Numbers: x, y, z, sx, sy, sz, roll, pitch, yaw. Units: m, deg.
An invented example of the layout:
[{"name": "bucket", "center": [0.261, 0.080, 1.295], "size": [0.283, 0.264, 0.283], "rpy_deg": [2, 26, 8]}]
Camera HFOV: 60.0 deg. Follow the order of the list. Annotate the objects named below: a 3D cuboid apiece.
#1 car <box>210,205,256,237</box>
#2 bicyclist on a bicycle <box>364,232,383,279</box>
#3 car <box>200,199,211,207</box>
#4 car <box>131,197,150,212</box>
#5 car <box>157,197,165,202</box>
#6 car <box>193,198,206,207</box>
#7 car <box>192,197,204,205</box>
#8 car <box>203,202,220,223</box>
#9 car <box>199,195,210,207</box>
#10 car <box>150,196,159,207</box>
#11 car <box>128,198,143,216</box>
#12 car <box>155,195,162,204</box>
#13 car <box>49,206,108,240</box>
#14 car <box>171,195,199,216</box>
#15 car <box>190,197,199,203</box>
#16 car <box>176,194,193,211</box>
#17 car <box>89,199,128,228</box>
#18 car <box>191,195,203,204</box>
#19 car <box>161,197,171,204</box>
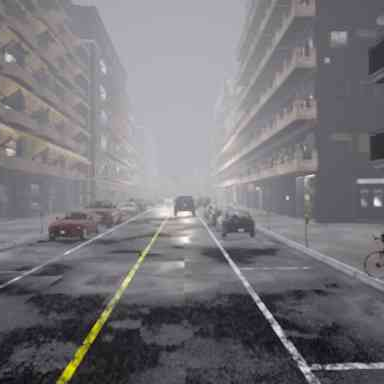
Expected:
[{"name": "car", "center": [2.276, 1.593, 17.955], "size": [2.008, 1.369, 4.403], "rpy_deg": [0, 0, -2]}, {"name": "bicyclist on a bicycle", "center": [4.933, 1.288, 7.983], "size": [1.656, 1.620, 0.582], "rpy_deg": [0, 0, -2]}, {"name": "car", "center": [1.979, 1.607, 29.257], "size": [1.752, 1.417, 4.829], "rpy_deg": [0, 0, -1]}, {"name": "car", "center": [-6.688, 1.504, 40.032], "size": [2.192, 1.841, 5.009], "rpy_deg": [0, 0, -1]}, {"name": "car", "center": [-7.865, 1.939, 84.558], "size": [1.802, 1.307, 4.206], "rpy_deg": [0, 0, -2]}, {"name": "car", "center": [1.248, 1.734, 56.917], "size": [2.008, 1.369, 4.403], "rpy_deg": [0, 0, -2]}, {"name": "car", "center": [1.101, 1.749, 62.482], "size": [1.887, 1.381, 4.507], "rpy_deg": [0, 0, -2]}, {"name": "car", "center": [2.130, 1.612, 23.521], "size": [2.008, 1.369, 4.403], "rpy_deg": [0, 0, -1]}, {"name": "car", "center": [1.543, 1.456, 45.786], "size": [2.192, 1.841, 5.009], "rpy_deg": [0, 0, -1]}, {"name": "car", "center": [-7.130, 1.817, 56.729], "size": [1.947, 1.339, 4.313], "rpy_deg": [0, 0, -2]}, {"name": "car", "center": [-6.538, 1.693, 34.295], "size": [1.752, 1.417, 4.829], "rpy_deg": [0, 0, -1]}, {"name": "car", "center": [-7.570, 1.629, 73.427], "size": [2.192, 1.841, 5.009], "rpy_deg": [0, 0, -2]}, {"name": "car", "center": [-6.101, 1.654, 17.767], "size": [1.887, 1.381, 4.507], "rpy_deg": [0, 0, -1]}, {"name": "car", "center": [-0.759, 1.343, 34.594], "size": [2.150, 2.045, 5.566], "rpy_deg": [0, 0, -1]}, {"name": "car", "center": [0.660, 1.834, 79.180], "size": [1.947, 1.339, 4.313], "rpy_deg": [0, 0, -2]}, {"name": "car", "center": [-1.071, 1.388, 46.110], "size": [2.150, 2.045, 5.566], "rpy_deg": [0, 0, -1]}, {"name": "car", "center": [-6.247, 1.444, 23.334], "size": [2.192, 1.841, 5.009], "rpy_deg": [0, 0, -2]}, {"name": "car", "center": [0.955, 1.540, 68.048], "size": [2.192, 1.841, 5.009], "rpy_deg": [0, 0, -2]}, {"name": "car", "center": [-4.776, 1.676, 69.066], "size": [1.812, 1.442, 4.674], "rpy_deg": [0, 0, -2]}]
